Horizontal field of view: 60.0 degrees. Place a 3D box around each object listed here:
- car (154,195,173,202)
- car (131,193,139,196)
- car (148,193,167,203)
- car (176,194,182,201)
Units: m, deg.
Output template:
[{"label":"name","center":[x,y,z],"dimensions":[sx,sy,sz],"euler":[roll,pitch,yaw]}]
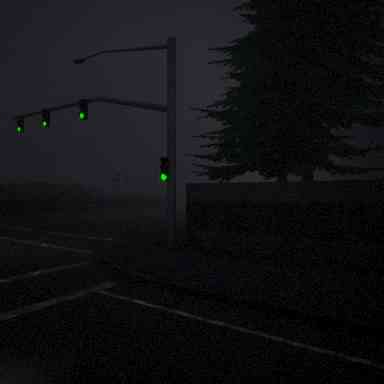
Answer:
[{"label":"car","center":[-6.124,1.378,71.641],"dimensions":[3.905,1.438,1.784],"euler":[0,0,35]},{"label":"car","center":[-13.389,1.415,87.462],"dimensions":[3.806,1.475,1.970],"euler":[0,0,35]},{"label":"car","center":[-7.641,1.168,69.427],"dimensions":[4.605,1.855,1.932],"euler":[0,0,35]},{"label":"car","center":[-4.442,1.410,73.998],"dimensions":[3.806,1.475,1.970],"euler":[0,0,35]}]
